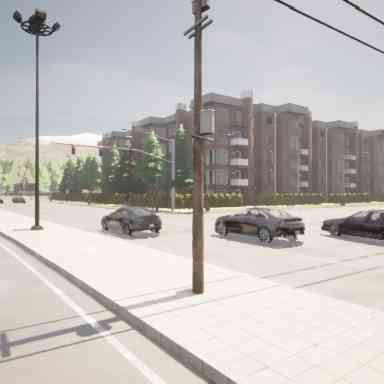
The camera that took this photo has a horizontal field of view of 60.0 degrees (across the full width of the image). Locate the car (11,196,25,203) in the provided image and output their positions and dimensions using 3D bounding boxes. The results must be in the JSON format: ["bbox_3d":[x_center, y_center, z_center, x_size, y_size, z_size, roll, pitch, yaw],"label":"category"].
[{"bbox_3d":[-34.826,1.553,66.660,1.994,1.385,4.181,0,0,-36],"label":"car"}]

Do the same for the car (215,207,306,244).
[{"bbox_3d":[3.073,1.492,15.991,2.128,1.511,4.902,0,0,-35],"label":"car"}]

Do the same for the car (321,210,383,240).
[{"bbox_3d":[8.566,1.548,15.388,2.033,1.411,5.357,0,0,-23],"label":"car"}]

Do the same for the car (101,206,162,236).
[{"bbox_3d":[-3.414,1.526,18.474,1.812,1.442,4.674,0,0,-38],"label":"car"}]

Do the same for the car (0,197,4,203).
[{"bbox_3d":[-38.429,1.595,65.676,1.895,1.301,4.718,0,0,-36],"label":"car"}]
